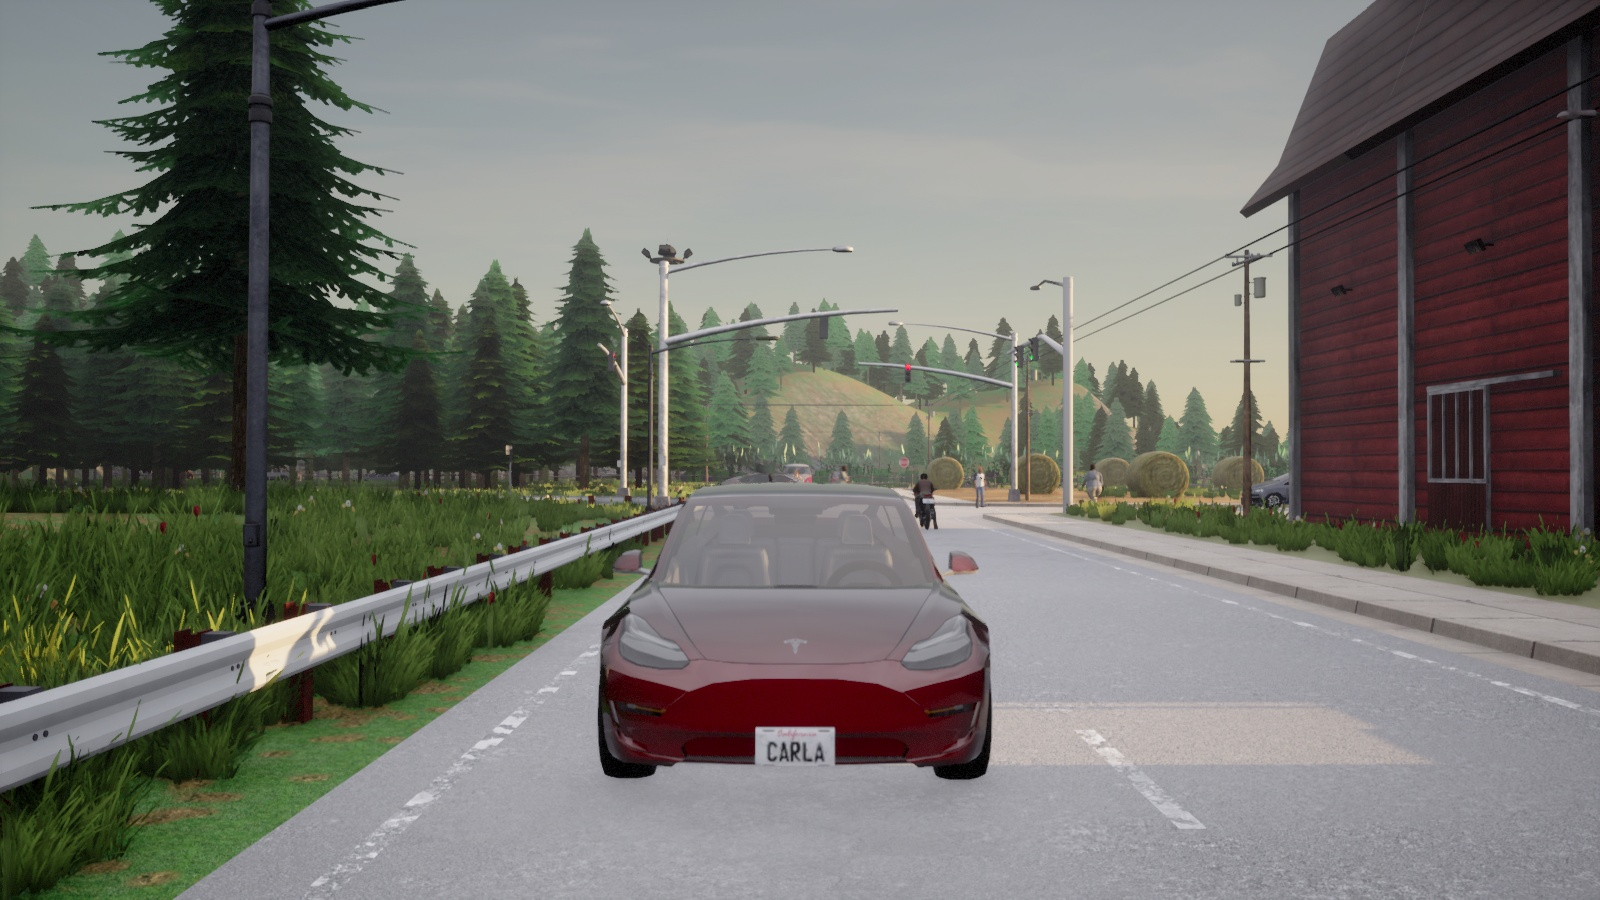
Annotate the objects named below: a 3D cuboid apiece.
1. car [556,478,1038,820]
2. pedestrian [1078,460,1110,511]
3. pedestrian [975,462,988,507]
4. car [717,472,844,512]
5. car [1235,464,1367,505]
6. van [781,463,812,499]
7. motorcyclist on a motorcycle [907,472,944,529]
[{"bbox_3d":[-0.022,0.949,8.048,2.163,1.488,4.792,0,-1,0],"label":"car"},{"bbox_3d":[10.876,1.307,46.484,0.874,1.855,0.900,0,-1,-5],"label":"pedestrian"},{"bbox_3d":[7.602,1.445,52.684,0.354,1.836,0.706,0,-1,-8],"label":"pedestrian"},{"bbox_3d":[-0.747,1.621,48.511,4.792,1.488,2.163,0,-1,-1],"label":"car"},{"bbox_3d":[20.861,1.427,52.465,4.611,1.667,2.242,0,-1,-1],"label":"car"},{"bbox_3d":[-0.194,1.792,72.821,1.775,1.987,4.442,0,-1,0],"label":"van"},{"bbox_3d":[3.408,1.359,34.299,0.797,1.523,2.044,0,-1,0],"label":"motorcyclist on a motorcycle"}]
